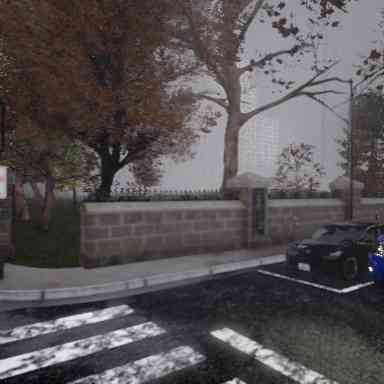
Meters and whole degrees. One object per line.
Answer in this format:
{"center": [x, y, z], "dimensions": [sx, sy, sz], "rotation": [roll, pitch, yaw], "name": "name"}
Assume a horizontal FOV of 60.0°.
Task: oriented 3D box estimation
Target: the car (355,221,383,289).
{"center": [6.468, 1.231, 7.976], "dimensions": [5.566, 2.045, 2.150], "rotation": [0, 0, -36], "name": "car"}

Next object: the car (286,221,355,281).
{"center": [4.685, 1.575, 9.895], "dimensions": [4.313, 1.339, 1.947], "rotation": [0, 0, -35], "name": "car"}
